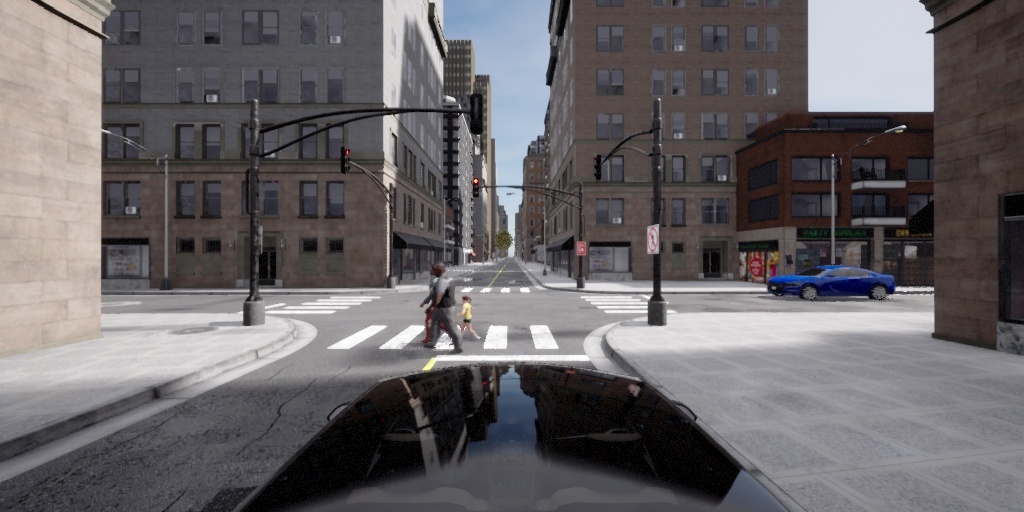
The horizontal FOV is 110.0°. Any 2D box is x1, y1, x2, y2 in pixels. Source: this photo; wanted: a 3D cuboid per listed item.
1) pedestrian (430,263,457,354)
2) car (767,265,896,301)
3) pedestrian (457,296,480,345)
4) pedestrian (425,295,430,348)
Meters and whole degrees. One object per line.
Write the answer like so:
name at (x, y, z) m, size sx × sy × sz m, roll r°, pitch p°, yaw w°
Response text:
pedestrian at (-1.379, 1.044, 7.235) m, size 0.375 × 1.860 × 0.375 m, roll 0°, pitch 0°, yaw 0°
car at (14.668, 1.208, 16.649) m, size 5.008 × 1.535 × 1.882 m, roll 0°, pitch 0°, yaw 0°
pedestrian at (-1.022, 1.424, 8.473) m, size 0.500 × 1.100 × 0.500 m, roll 0°, pitch 0°, yaw 0°
pedestrian at (-1.632, 1.044, 7.891) m, size 0.375 × 1.860 × 0.375 m, roll 0°, pitch 0°, yaw 0°
